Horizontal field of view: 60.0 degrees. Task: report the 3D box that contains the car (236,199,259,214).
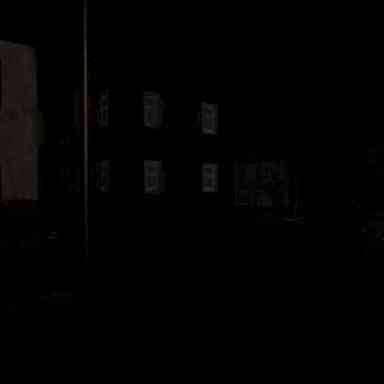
[{"bbox_3d":[3.982,1.359,30.507,2.128,1.511,4.902,0,0,-35],"label":"car"}]
